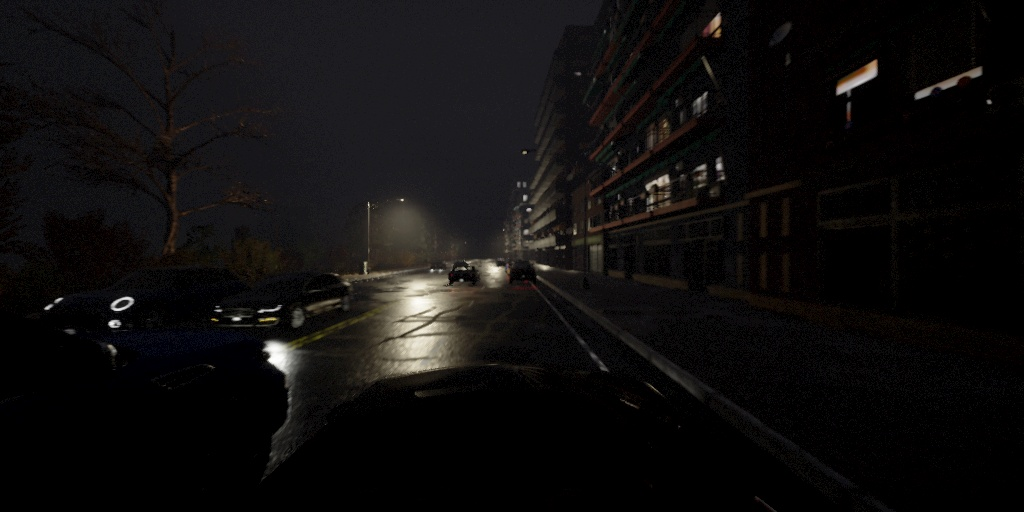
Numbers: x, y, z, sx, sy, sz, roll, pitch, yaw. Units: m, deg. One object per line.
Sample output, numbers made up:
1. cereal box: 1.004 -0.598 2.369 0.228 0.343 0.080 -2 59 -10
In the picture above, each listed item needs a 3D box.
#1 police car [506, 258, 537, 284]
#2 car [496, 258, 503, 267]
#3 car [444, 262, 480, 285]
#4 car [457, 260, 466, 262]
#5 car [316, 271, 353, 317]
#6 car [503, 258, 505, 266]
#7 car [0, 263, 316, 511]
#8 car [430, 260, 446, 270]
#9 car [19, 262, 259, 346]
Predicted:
1. police car: 0.721 1.142 26.742 1.930 1.638 5.238 0 0 -1
2. car: -1.598 1.301 62.339 1.895 1.301 4.718 0 0 -3
3. car: -3.398 1.326 26.061 1.895 1.301 4.718 0 0 -1
4. car: -7.743 1.274 54.104 1.994 1.385 4.181 0 0 -2
5. car: -6.635 1.253 11.042 1.837 1.490 4.892 0 0 0
6. car: 0.259 1.055 42.680 2.097 1.767 4.553 0 0 -2
7. car: -3.163 0.980 0.963 2.150 2.045 5.566 0 0 0
8. car: -10.965 1.264 53.761 2.033 1.411 5.357 0 0 -2
9. car: -9.881 1.107 10.226 2.097 1.767 4.553 0 0 0
